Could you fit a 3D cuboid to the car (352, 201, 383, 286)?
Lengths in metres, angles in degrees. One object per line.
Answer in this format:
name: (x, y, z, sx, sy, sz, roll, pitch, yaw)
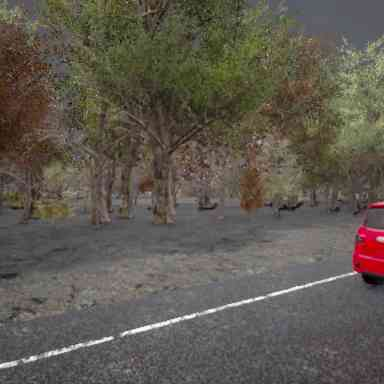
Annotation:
car: (6.194, 1.219, 8.163, 5.566, 2.045, 2.150, 0, 0, -35)
